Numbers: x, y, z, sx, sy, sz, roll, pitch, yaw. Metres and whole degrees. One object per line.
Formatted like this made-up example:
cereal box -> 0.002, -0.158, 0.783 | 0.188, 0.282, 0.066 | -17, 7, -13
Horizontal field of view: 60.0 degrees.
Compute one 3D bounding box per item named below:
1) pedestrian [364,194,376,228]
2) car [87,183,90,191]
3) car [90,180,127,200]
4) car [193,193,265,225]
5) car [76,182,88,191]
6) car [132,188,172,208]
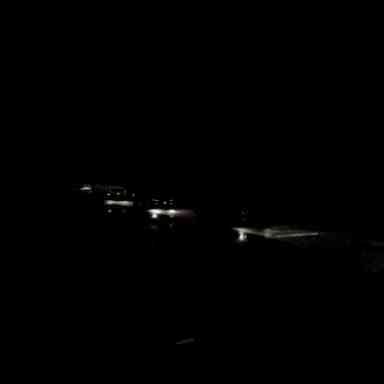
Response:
pedestrian -> 9.825, 1.043, 18.442 | 0.375, 1.860, 0.375 | 5, -3, -32
car -> -13.327, -0.532, 49.190 | 2.128, 1.511, 4.902 | 2, 2, -32
car -> -9.004, -0.290, 36.383 | 2.150, 2.045, 5.566 | 2, 2, -32
car -> 1.987, 0.885, 18.981 | 1.882, 1.535, 5.008 | 1, 2, -33
car -> -18.885, -1.003, 57.979 | 2.128, 1.511, 4.902 | 2, 2, -32
car -> -3.343, 0.470, 27.392 | 1.837, 1.490, 4.892 | 2, 2, -32
